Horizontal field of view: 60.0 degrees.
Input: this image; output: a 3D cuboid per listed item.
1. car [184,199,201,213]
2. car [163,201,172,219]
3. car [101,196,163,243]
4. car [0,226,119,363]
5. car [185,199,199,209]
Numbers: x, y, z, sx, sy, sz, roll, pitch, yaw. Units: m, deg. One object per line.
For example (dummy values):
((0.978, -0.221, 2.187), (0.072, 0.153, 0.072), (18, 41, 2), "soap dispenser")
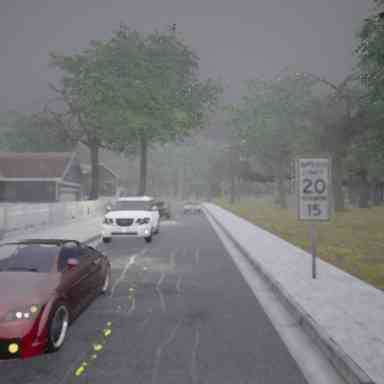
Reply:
((0.060, 1.697, 37.611), (1.895, 1.301, 4.718), (0, 0, 0), "car")
((-2.828, 1.546, 29.565), (1.882, 1.535, 5.008), (0, 0, 0), "car")
((-2.854, 1.248, 16.577), (2.150, 2.045, 5.566), (0, 0, -1), "car")
((-2.850, 1.569, 5.987), (1.994, 1.385, 4.181), (0, 0, 0), "car")
((0.016, 1.701, 48.358), (1.994, 1.385, 4.181), (0, 0, 0), "car")
